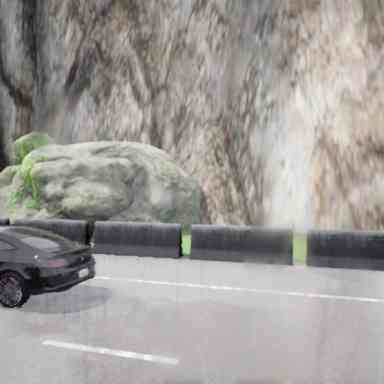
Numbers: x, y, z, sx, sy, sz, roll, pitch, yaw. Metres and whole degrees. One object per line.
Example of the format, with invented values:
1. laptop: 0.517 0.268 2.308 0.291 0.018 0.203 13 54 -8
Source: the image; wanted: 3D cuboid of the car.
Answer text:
1. car: -4.450 1.512 7.551 4.674 1.442 1.812 0 0 16
